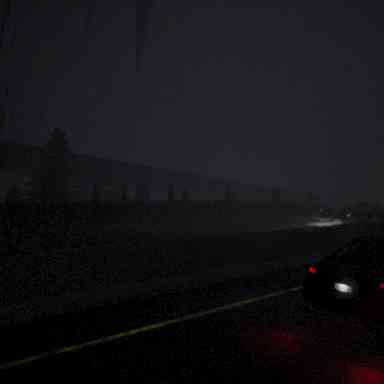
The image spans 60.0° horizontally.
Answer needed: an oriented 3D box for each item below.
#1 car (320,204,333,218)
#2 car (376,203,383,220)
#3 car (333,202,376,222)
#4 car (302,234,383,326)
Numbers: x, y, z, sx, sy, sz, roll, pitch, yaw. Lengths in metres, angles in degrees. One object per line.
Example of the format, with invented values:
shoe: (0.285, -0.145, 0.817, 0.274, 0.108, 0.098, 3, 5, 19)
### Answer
car: (13.985, 1.707, 31.171, 4.674, 1.442, 1.812, 2, -1, -35)
car: (15.977, 1.323, 23.996, 5.566, 2.045, 2.150, 2, -1, -35)
car: (13.967, 1.595, 26.860, 4.902, 1.511, 2.128, 2, -1, -35)
car: (4.151, 1.569, 6.710, 4.181, 1.385, 1.994, 0, 0, -36)
